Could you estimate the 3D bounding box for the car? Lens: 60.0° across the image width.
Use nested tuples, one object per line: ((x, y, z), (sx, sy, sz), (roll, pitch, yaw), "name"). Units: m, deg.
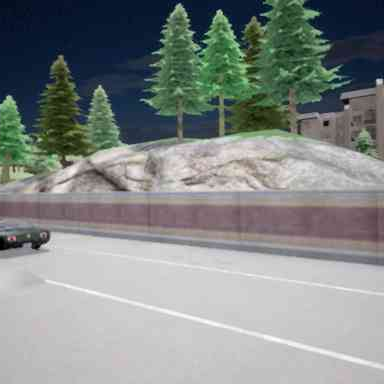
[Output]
((-8.024, 1.742, 13.804), (4.718, 1.301, 1.895), (-1, 0, 35), "car")
